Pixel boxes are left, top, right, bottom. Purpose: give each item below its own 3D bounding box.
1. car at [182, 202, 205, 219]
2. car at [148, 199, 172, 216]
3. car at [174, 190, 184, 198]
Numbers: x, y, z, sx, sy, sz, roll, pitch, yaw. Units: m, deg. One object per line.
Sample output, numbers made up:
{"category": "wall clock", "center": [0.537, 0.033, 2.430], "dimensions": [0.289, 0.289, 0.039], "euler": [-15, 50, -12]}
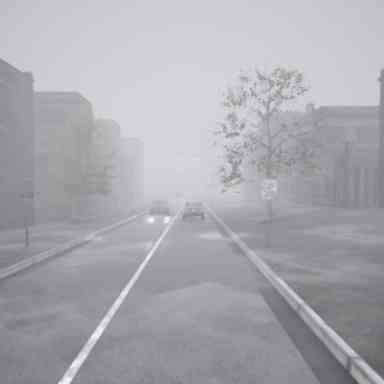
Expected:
{"category": "car", "center": [0.130, 1.532, 28.838], "dimensions": [2.033, 1.411, 5.357], "euler": [0, 0, 0]}
{"category": "car", "center": [-3.060, 1.488, 32.602], "dimensions": [1.837, 1.490, 4.892], "euler": [0, 0, 0]}
{"category": "car", "center": [-2.918, 0.371, 73.654], "dimensions": [1.837, 1.490, 4.892], "euler": [0, 4, 0]}
